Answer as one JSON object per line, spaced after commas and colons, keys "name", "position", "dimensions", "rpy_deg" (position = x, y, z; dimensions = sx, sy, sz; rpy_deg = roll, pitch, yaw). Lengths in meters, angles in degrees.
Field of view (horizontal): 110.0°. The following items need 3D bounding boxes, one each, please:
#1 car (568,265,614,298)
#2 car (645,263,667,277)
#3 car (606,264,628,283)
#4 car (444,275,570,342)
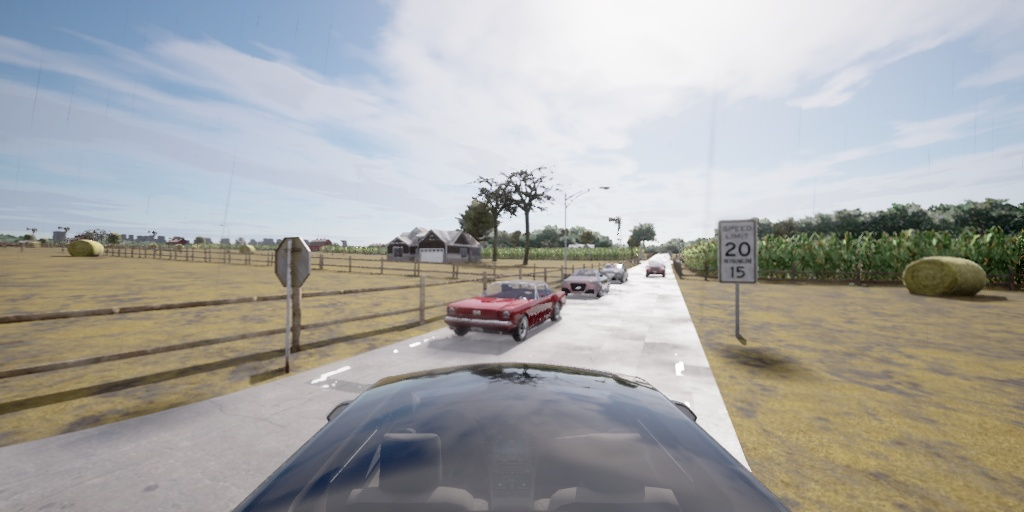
{"name": "car", "position": [4.051, 1.402, 19.461], "dimensions": [1.994, 1.385, 4.181], "rpy_deg": [0, 0, 24]}
{"name": "car", "position": [15.191, 1.451, 37.920], "dimensions": [1.812, 1.442, 4.674], "rpy_deg": [0, 0, 23]}
{"name": "car", "position": [8.387, 1.377, 29.453], "dimensions": [2.128, 1.511, 4.902], "rpy_deg": [0, 0, 24]}
{"name": "car", "position": [0.063, 1.392, 10.260], "dimensions": [1.895, 1.301, 4.718], "rpy_deg": [0, 0, 23]}
